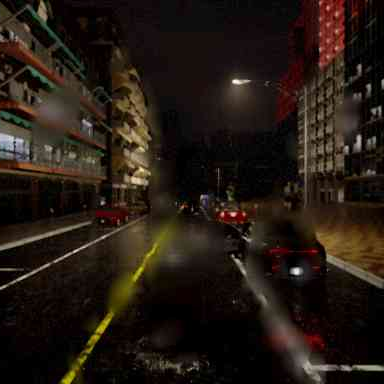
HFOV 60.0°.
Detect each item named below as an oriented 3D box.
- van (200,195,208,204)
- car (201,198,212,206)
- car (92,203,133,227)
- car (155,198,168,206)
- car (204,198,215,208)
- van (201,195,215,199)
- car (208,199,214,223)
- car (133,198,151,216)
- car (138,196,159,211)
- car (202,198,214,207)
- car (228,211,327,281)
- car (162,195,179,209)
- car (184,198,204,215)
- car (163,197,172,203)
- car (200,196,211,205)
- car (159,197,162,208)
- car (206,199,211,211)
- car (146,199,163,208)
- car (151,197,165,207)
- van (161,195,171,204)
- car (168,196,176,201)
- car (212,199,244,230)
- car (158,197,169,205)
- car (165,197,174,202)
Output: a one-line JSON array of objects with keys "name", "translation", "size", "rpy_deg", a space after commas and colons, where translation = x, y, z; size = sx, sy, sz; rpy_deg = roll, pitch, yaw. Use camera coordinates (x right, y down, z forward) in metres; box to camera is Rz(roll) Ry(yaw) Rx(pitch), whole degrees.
[{"name": "van", "translation": [2.673, 1.626, 73.211], "size": [1.690, 1.788, 3.998], "rpy_deg": [0, 0, 0]}, {"name": "car", "translation": [2.676, 1.800, 62.156], "size": [1.947, 1.339, 4.313], "rpy_deg": [0, 0, 0]}, {"name": "car", "translation": [-5.699, 1.624, 23.469], "size": [1.887, 1.381, 4.507], "rpy_deg": [0, 0, 0]}, {"name": "car", "translation": [-5.704, 1.800, 62.155], "size": [1.947, 1.339, 4.313], "rpy_deg": [0, 0, 0]}, {"name": "car", "translation": [2.678, 1.723, 40.049], "size": [1.802, 1.307, 4.206], "rpy_deg": [0, 0, 0]}, {"name": "van", "translation": [2.676, 1.527, 51.104], "size": [1.690, 1.788, 3.998], "rpy_deg": [0, 0, 0]}, {"name": "car", "translation": [2.680, 1.625, 29.166], "size": [1.752, 1.417, 4.829], "rpy_deg": [0, 0, 0]}, {"name": "car", "translation": [-5.701, 1.645, 34.353], "size": [1.752, 1.417, 4.829], "rpy_deg": [0, 0, 0]}, {"name": "car", "translation": [-5.703, 1.456, 40.049], "size": [2.192, 1.841, 5.009], "rpy_deg": [0, 0, 0]}, {"name": "car", "translation": [2.677, 1.736, 56.798], "size": [1.752, 1.417, 4.829], "rpy_deg": [0, 0, 0]}, {"name": "car", "translation": [2.352, 1.536, 9.887], "size": [1.837, 1.490, 4.892], "rpy_deg": [0, 0, 0]}, {"name": "car", "translation": [-3.008, 1.526, 48.671], "size": [2.097, 1.767, 4.553], "rpy_deg": [0, 0, 0]}, {"name": "car", "translation": [0.043, 1.652, 36.156], "size": [1.812, 1.442, 4.674], "rpy_deg": [0, 0, 0]}, {"name": "car", "translation": [-5.707, 1.894, 78.734], "size": [1.802, 1.307, 4.206], "rpy_deg": [0, 0, 0]}, {"name": "car", "translation": [2.674, 1.699, 67.683], "size": [1.967, 1.590, 4.097], "rpy_deg": [0, 0, 0]}, {"name": "car", "translation": [-5.702, 1.714, 45.576], "size": [2.008, 1.369, 4.403], "rpy_deg": [0, 0, 0]}, {"name": "car", "translation": [2.679, 1.702, 34.523], "size": [1.802, 1.307, 4.206], "rpy_deg": [0, 0, 0]}, {"name": "car", "translation": [-5.703, 1.737, 51.102], "size": [2.008, 1.369, 4.403], "rpy_deg": [0, 0, 0]}, {"name": "car", "translation": [-5.704, 1.650, 56.628], "size": [1.967, 1.590, 4.097], "rpy_deg": [0, 0, 0]}, {"name": "van", "translation": [-5.707, 1.627, 73.210], "size": [1.690, 1.788, 3.998], "rpy_deg": [0, 0, 0]}, {"name": "car", "translation": [-5.709, 1.960, 95.314], "size": [1.947, 1.339, 4.313], "rpy_deg": [0, 0, 0]}, {"name": "car", "translation": [2.680, 1.519, 23.470], "size": [1.967, 1.590, 4.097], "rpy_deg": [0, 0, 0]}, {"name": "car", "translation": [-5.705, 1.804, 67.682], "size": [1.887, 1.381, 4.507], "rpy_deg": [0, 0, 0]}, {"name": "car", "translation": [-5.707, 1.921, 84.260], "size": [1.802, 1.307, 4.206], "rpy_deg": [0, 0, 0]}]
